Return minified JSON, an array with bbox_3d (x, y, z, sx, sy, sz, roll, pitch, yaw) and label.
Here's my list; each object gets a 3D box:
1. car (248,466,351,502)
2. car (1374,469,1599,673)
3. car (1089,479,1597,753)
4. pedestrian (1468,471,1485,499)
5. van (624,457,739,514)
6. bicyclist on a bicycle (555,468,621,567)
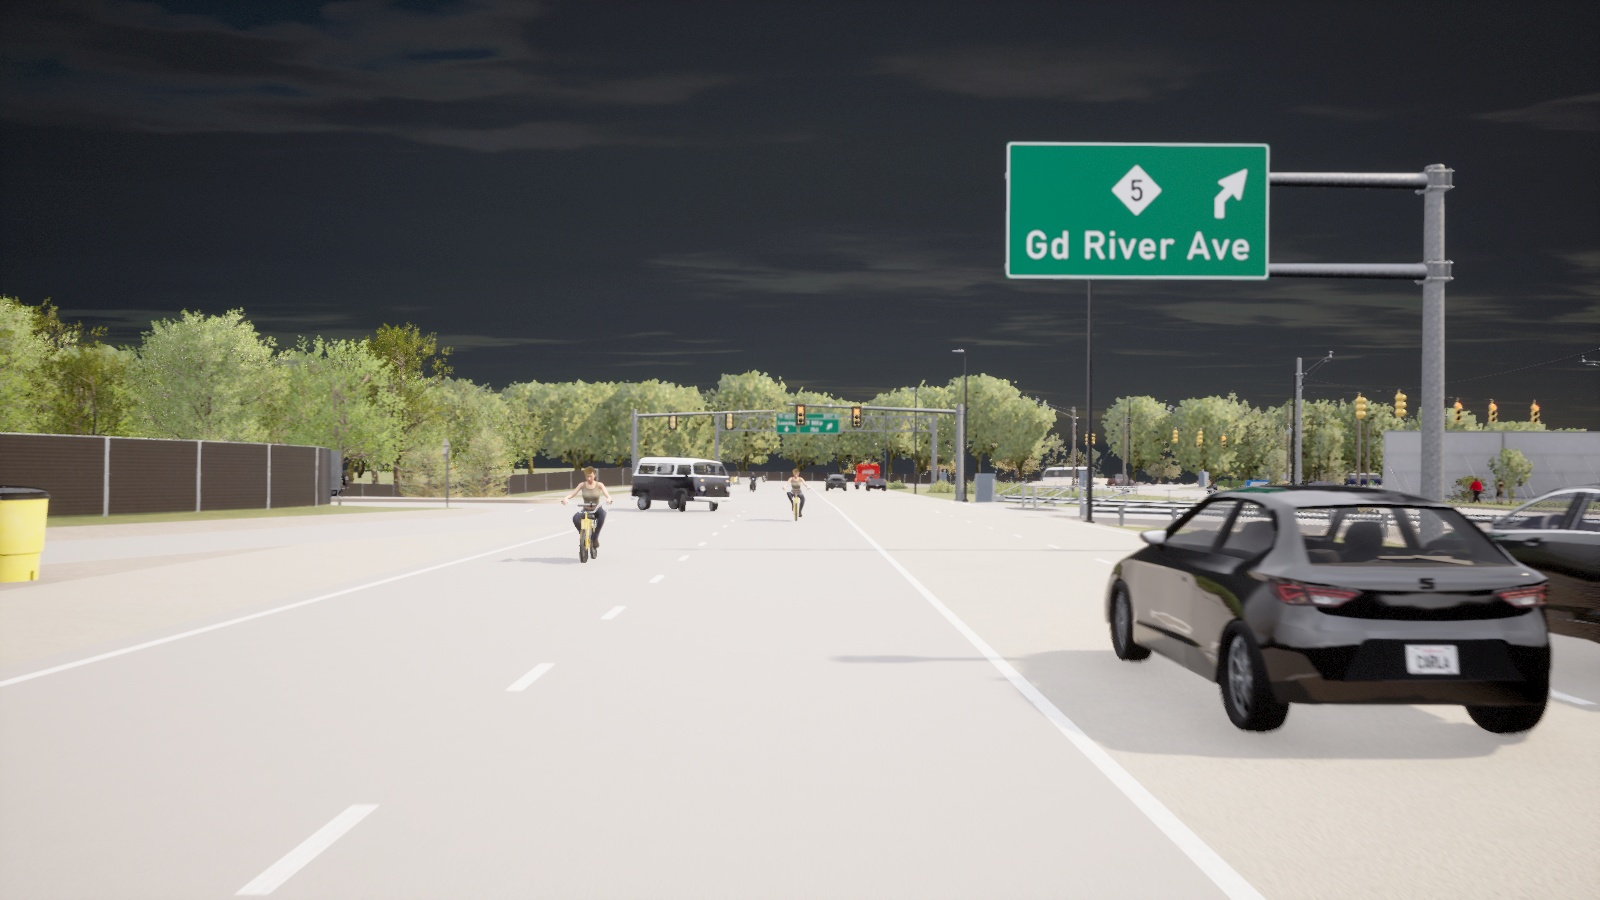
[{"bbox_3d":[-26.081,1.761,65.568,4.605,1.855,1.932,0,0,1],"label":"car"},{"bbox_3d":[6.975,0.912,10.454,2.128,1.511,4.902,0,-1,0],"label":"car"},{"bbox_3d":[3.479,0.961,9.026,1.816,1.474,4.193,0,-1,0],"label":"car"},{"bbox_3d":[46.157,2.385,85.664,0.634,1.844,0.899,0,0,-2],"label":"pedestrian"},{"bbox_3d":[-4.558,1.340,47.853,2.069,2.038,4.480,3,-3,-42],"label":"van"},{"bbox_3d":[-3.550,1.110,21.172,0.866,1.612,1.509,0,-1,0],"label":"bicyclist on a bicycle"}]
